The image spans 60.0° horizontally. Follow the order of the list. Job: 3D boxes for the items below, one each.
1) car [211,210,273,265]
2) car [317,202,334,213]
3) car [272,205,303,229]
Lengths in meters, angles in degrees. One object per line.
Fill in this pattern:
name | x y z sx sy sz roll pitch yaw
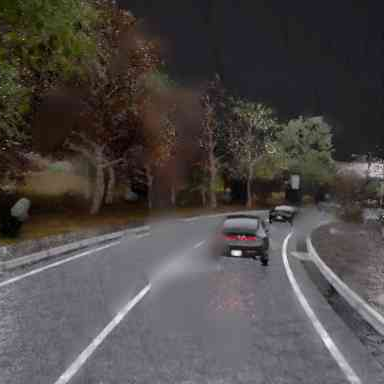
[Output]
car | 1.936 1.610 12.328 1.837 1.490 4.892 1 0 14
car | 19.778 2.262 47.722 4.892 1.490 1.837 3 1 -45
car | 7.733 1.815 27.035 1.882 1.535 5.008 3 0 29
